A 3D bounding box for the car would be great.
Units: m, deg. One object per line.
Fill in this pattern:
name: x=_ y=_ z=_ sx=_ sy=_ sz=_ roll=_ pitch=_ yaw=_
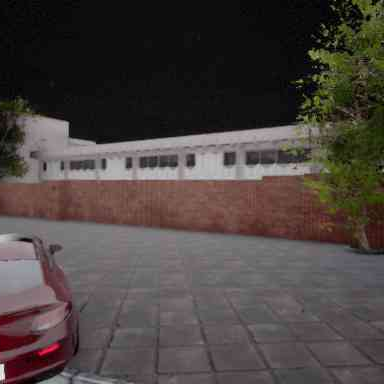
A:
car: x=-2.913 y=1.371 z=4.943 sx=1.812 sy=1.442 sz=4.674 roll=-3 pitch=4 yaw=-28
